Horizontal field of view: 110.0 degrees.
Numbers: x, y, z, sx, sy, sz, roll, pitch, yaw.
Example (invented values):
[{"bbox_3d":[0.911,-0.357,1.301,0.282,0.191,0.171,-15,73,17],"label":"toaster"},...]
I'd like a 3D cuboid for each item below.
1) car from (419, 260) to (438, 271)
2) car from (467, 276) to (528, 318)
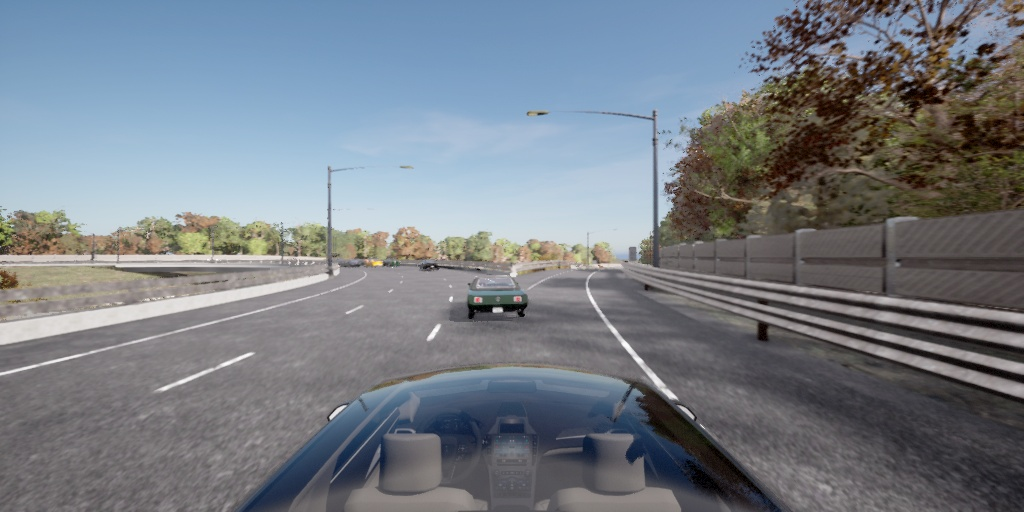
[{"bbox_3d":[-12.105,1.318,51.921,1.882,1.535,5.008,0,0,-26],"label":"car"},{"bbox_3d":[-0.678,1.356,13.109,1.895,1.301,4.718,0,0,-6],"label":"car"}]
